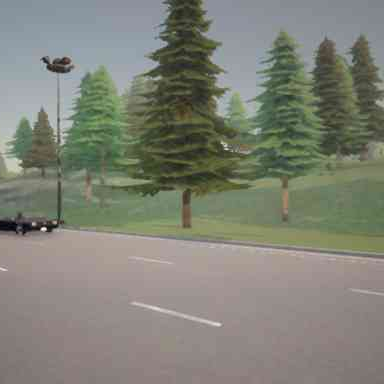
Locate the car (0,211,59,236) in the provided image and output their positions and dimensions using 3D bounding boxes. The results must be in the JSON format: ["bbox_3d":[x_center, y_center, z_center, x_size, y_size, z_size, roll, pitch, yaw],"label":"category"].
[{"bbox_3d":[-10.028,1.794,19.746,4.718,1.301,1.895,-1,0,36],"label":"car"}]
